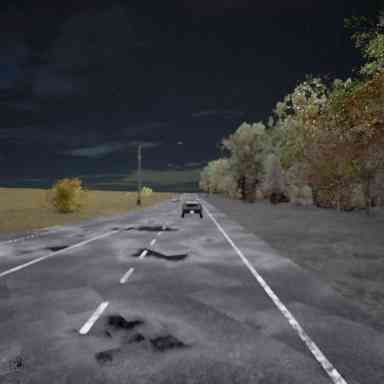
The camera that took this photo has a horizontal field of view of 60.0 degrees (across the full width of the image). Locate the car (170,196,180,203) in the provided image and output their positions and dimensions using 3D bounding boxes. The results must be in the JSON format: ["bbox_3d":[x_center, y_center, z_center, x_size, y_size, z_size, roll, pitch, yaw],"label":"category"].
[{"bbox_3d":[-3.503,1.501,67.625,2.128,1.511,4.902,0,0,0],"label":"car"}]

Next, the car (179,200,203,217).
[{"bbox_3d":[0.000,1.506,31.851,1.837,1.490,4.892,0,0,0],"label":"car"}]
